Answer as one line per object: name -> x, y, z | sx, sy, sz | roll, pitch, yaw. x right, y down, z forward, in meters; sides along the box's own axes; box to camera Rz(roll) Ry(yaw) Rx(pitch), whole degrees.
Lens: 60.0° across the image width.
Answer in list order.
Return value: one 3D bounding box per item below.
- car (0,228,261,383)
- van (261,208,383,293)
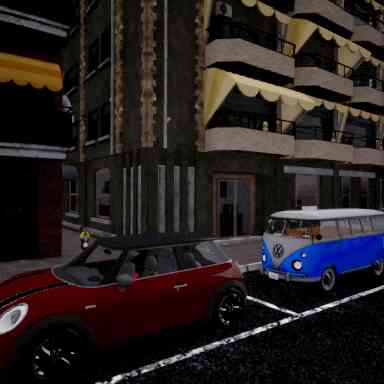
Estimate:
car -> -1.108, 1.440, 5.304 | 4.097, 1.590, 1.967 | 0, 0, -36
van -> 3.524, 1.343, 8.609 | 3.998, 1.788, 1.690 | 0, 0, -36
